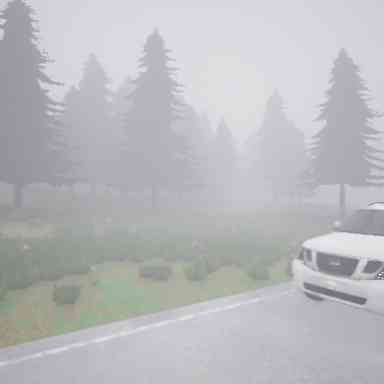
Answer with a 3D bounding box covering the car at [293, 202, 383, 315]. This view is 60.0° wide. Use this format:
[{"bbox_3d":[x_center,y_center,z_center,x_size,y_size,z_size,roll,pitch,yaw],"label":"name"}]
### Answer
[{"bbox_3d":[4.644,1.247,7.225,5.566,2.045,2.150,1,0,-35],"label":"car"}]
